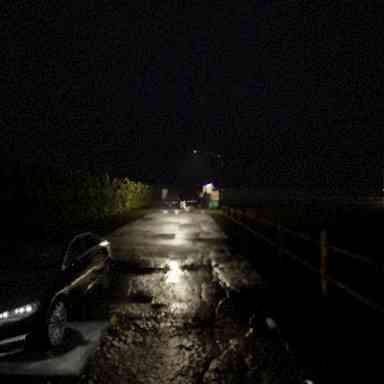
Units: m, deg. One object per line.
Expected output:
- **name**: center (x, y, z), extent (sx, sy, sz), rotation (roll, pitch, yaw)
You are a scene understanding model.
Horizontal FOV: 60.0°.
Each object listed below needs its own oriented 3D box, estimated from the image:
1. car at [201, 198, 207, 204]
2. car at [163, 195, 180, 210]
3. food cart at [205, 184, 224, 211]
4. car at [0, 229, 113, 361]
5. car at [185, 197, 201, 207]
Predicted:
- **car**: center (1.204, 1.773, 70.914), extent (1.882, 1.535, 5.008), rotation (0, 0, 37)
- **car**: center (-2.900, 1.430, 47.831), extent (2.150, 2.045, 5.566), rotation (0, 0, 0)
- **food cart**: center (3.087, 0.672, 46.925), extent (2.280, 3.560, 4.660), rotation (1, 1, 0)
- **car**: center (-2.859, 1.523, 6.349), extent (2.128, 1.511, 4.902), rotation (0, 0, 0)
- **car**: center (-0.074, 1.729, 54.965), extent (2.128, 1.511, 4.902), rotation (0, 0, 0)
